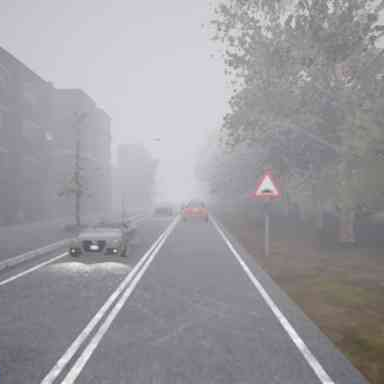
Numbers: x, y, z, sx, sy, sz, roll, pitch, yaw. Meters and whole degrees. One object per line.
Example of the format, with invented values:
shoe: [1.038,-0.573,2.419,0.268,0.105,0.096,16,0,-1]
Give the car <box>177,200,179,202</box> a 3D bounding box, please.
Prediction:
car: [-2.730,2.067,78.486,2.033,1.411,5.357,0,0,0]

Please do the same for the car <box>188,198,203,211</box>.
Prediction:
car: [0.465,1.754,48.895,2.097,1.767,4.553,0,0,0]

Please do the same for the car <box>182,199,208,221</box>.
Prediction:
car: [0.321,1.623,30.030,2.097,1.767,4.553,0,0,1]

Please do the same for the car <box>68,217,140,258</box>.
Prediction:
car: [-3.289,1.687,13.206,1.994,1.385,4.181,0,0,0]

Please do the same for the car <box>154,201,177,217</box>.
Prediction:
car: [-2.994,1.796,36.231,1.882,1.535,5.008,0,-1,1]
